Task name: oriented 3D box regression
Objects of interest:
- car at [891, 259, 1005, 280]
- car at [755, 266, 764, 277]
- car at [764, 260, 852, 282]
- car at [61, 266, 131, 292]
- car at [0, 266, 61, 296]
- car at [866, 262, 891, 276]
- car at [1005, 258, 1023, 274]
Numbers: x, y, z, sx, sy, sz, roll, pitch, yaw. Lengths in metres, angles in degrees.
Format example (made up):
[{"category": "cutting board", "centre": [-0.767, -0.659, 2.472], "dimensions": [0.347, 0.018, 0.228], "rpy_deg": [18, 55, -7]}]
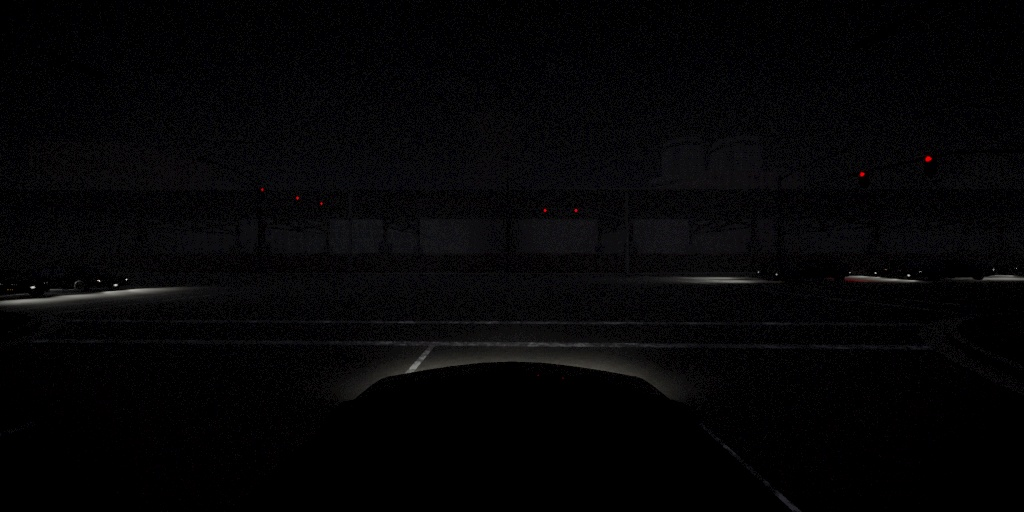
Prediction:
[{"category": "car", "centre": [31.762, 1.010, 26.240], "dimensions": [5.357, 1.411, 2.033], "rpy_deg": [-1, 0, 1]}, {"category": "car", "centre": [23.111, 1.056, 29.970], "dimensions": [4.902, 1.511, 2.128], "rpy_deg": [-1, 0, 2]}, {"category": "car", "centre": [22.054, 1.070, 26.489], "dimensions": [4.902, 1.511, 2.128], "rpy_deg": [-1, 0, 1]}, {"category": "car", "centre": [-25.284, 1.274, 20.545], "dimensions": [5.357, 1.411, 2.033], "rpy_deg": [0, 0, 2]}, {"category": "car", "centre": [-25.110, 1.237, 17.041], "dimensions": [4.892, 1.490, 1.837], "rpy_deg": [0, 0, 2]}, {"category": "car", "centre": [32.851, 0.991, 29.712], "dimensions": [5.357, 1.411, 2.033], "rpy_deg": [-1, 0, 1]}, {"category": "car", "centre": [43.072, 0.824, 29.437], "dimensions": [5.357, 1.411, 2.033], "rpy_deg": [-1, 0, 1]}]
